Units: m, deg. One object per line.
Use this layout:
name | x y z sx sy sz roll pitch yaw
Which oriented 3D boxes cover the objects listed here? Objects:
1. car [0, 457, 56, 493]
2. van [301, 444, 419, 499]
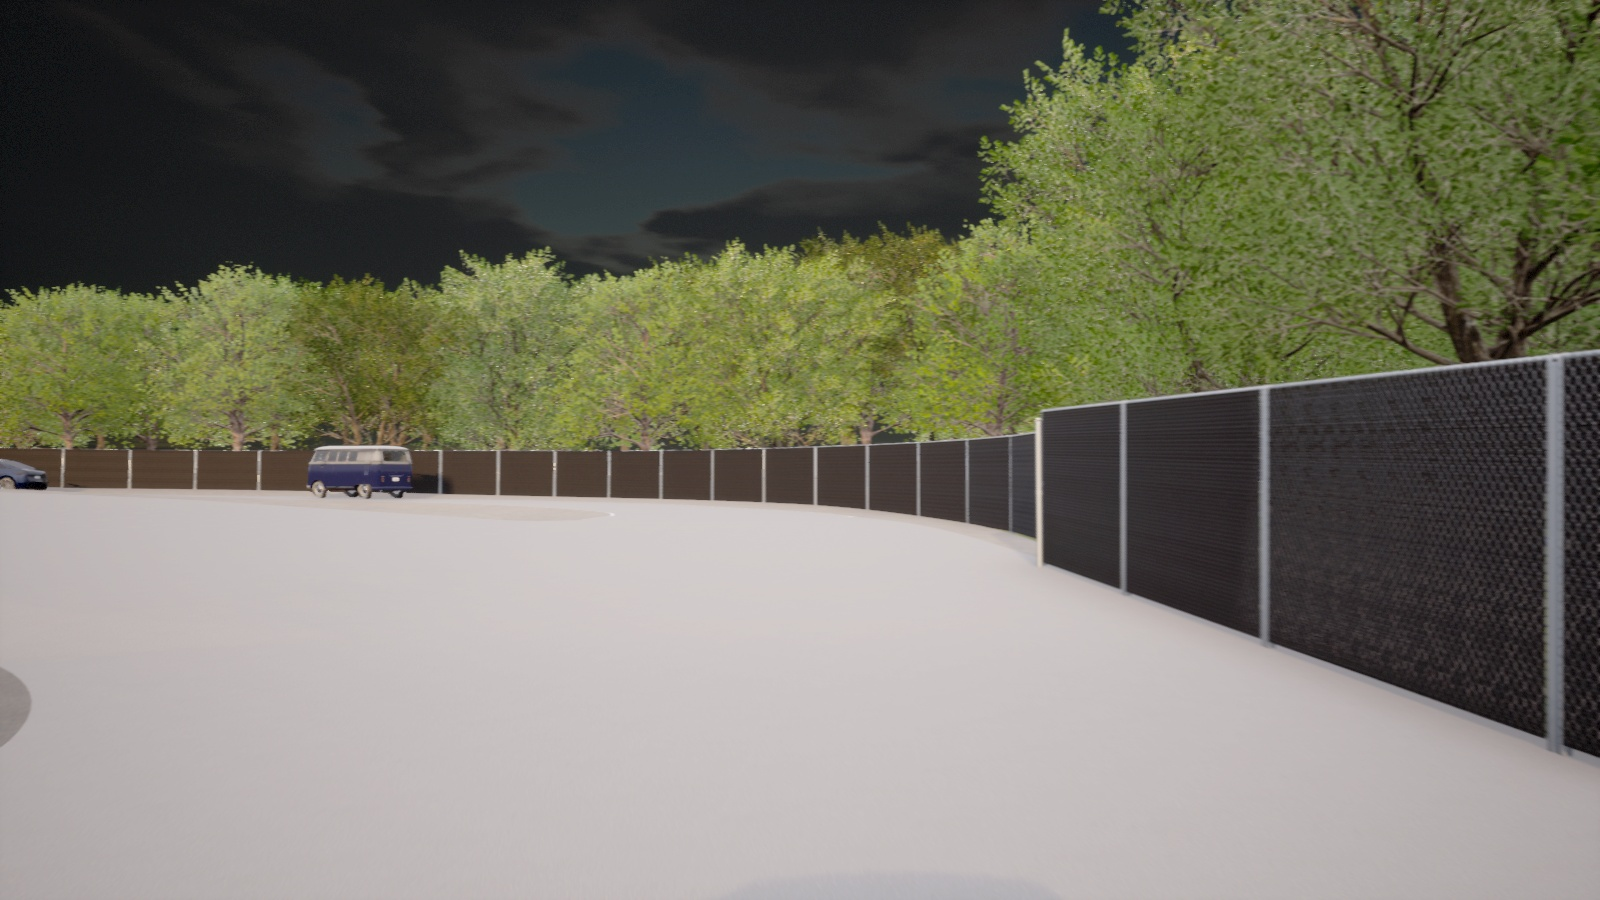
car | -32.545 0.974 50.412 4.181 1.385 1.994 1 -1 2
van | -16.516 0.801 47.077 4.442 1.987 1.775 0 -2 32
